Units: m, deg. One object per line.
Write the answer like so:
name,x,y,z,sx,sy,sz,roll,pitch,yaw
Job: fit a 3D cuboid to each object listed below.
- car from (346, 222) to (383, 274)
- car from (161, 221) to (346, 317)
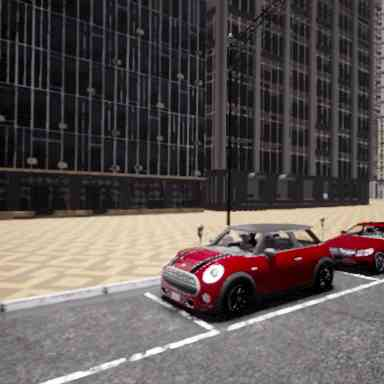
car,5.921,1.638,10.752,4.206,1.307,1.802,0,0,-35
car,1.324,1.468,7.482,4.097,1.590,1.967,0,0,-35
